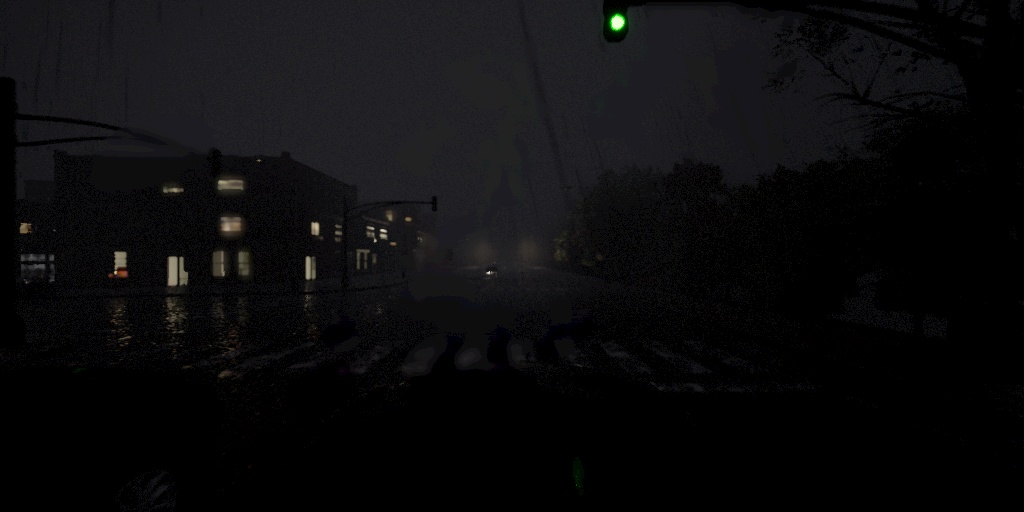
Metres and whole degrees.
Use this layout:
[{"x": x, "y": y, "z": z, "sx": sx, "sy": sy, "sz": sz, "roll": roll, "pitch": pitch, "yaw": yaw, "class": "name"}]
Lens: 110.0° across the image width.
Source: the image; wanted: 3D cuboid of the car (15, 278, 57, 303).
[{"x": -28.336, "y": 1.905, "z": 20.049, "sx": 4.403, "sy": 1.370, "sz": 2.007, "roll": 0, "pitch": 0, "yaw": -1, "class": "car"}]

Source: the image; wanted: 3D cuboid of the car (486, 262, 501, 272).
[{"x": -3.398, "y": 2.111, "z": 61.643, "sx": 1.895, "sy": 1.301, "sz": 4.718, "roll": 0, "pitch": -1, "yaw": 0, "class": "car"}]

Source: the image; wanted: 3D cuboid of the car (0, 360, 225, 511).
[{"x": -3.251, "y": 1.280, "z": 0.873, "sx": 1.837, "sy": 1.490, "sz": 4.892, "roll": 0, "pitch": -1, "yaw": 0, "class": "car"}]
